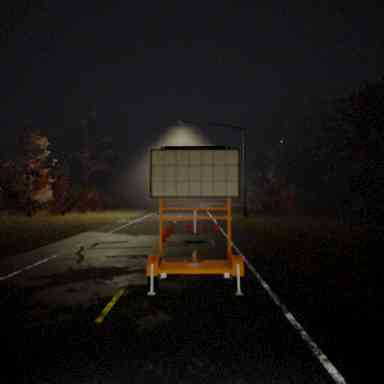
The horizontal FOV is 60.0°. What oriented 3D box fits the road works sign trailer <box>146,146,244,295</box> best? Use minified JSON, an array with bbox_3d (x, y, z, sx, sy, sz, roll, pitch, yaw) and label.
[{"bbox_3d":[0.082,0.566,9.007,2.380,3.560,2.880,0,-1,0],"label":"road works sign trailer"}]
